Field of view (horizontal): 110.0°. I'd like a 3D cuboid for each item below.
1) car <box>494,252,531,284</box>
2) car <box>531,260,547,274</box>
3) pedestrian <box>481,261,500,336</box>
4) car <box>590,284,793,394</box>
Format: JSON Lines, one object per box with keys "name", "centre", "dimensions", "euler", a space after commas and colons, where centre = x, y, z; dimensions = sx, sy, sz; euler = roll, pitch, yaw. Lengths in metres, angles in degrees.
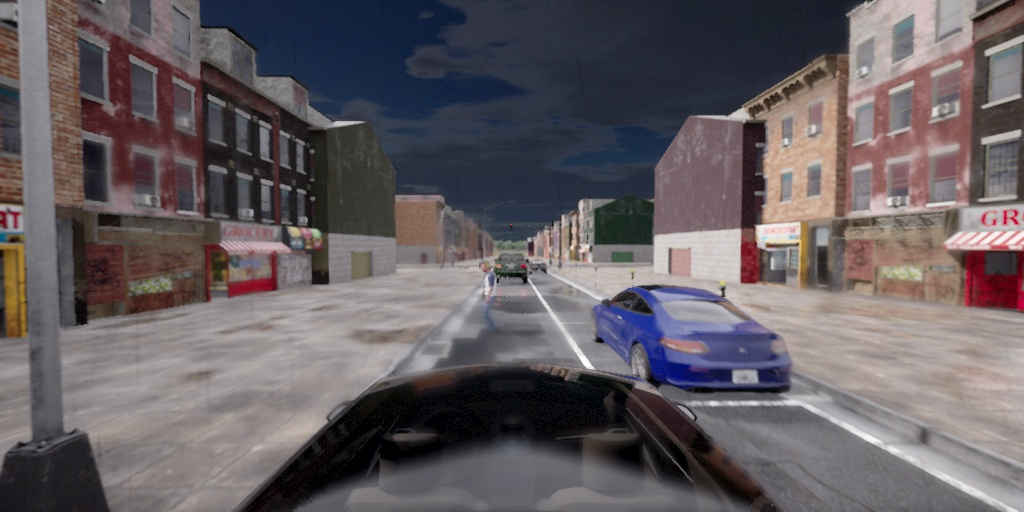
{"name": "car", "centre": [-0.048, 0.777, 24.905], "dimensions": [2.150, 2.045, 5.566], "euler": [0, 0, 0]}
{"name": "car", "centre": [2.496, 1.021, 35.332], "dimensions": [2.007, 1.370, 4.403], "euler": [0, 0, 0]}
{"name": "pedestrian", "centre": [-0.500, 0.984, 8.752], "dimensions": [0.375, 1.860, 0.375], "euler": [-1, 2, -10]}
{"name": "car", "centre": [2.731, 1.234, 6.517], "dimensions": [1.812, 1.442, 4.674], "euler": [0, 0, 0]}
